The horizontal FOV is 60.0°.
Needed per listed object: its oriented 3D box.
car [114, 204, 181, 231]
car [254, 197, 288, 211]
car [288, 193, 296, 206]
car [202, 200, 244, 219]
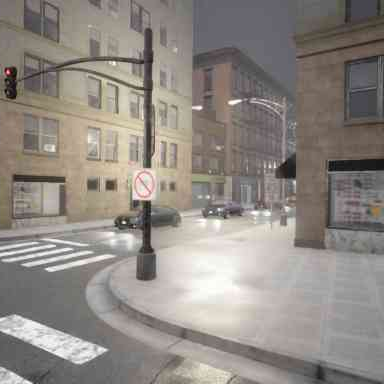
[{"bbox_3d":[-2.421,1.388,18.887,1.994,1.385,4.181,1,1,34],"label":"car"},{"bbox_3d":[7.991,1.191,34.481,1.994,1.385,4.181,1,1,34],"label":"car"},{"bbox_3d":[13.713,0.870,42.991,2.097,1.767,4.553,1,1,34],"label":"car"},{"bbox_3d":[2.493,1.296,26.254,1.994,1.385,4.181,1,1,34],"label":"car"}]
